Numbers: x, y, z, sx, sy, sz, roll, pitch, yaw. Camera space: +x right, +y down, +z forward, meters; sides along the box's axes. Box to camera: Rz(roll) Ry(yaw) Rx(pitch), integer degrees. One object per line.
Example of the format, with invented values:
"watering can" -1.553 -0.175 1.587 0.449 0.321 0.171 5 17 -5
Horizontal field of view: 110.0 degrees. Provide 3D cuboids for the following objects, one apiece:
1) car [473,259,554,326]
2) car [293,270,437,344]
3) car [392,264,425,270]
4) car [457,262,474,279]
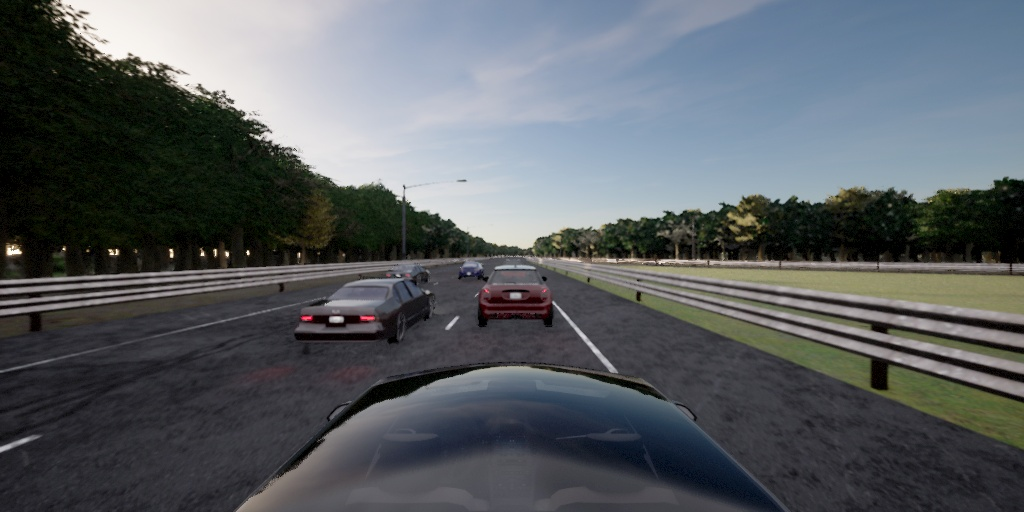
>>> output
"car" 0.099 1.069 11.669 2.097 1.767 4.553 0 0 0
"car" -3.404 1.272 9.464 2.033 1.411 5.357 0 0 0
"car" -6.904 1.229 24.188 2.033 1.411 5.357 0 0 0
"car" -3.405 1.192 30.624 1.812 1.442 4.674 0 0 0
